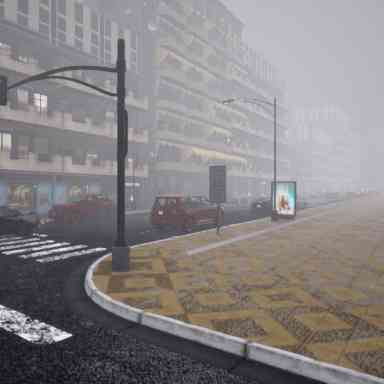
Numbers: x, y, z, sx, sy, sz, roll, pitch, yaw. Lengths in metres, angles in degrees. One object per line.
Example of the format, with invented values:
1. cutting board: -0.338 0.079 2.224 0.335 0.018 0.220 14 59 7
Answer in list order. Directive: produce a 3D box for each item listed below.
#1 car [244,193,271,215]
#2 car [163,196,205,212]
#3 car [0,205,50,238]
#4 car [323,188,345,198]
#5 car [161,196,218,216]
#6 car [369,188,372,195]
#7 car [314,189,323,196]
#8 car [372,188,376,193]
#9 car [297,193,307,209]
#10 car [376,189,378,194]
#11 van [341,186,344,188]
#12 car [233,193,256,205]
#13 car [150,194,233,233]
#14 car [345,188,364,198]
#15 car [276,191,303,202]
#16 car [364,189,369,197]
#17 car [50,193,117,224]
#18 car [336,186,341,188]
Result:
1. car: 6.242 1.069 26.794 1.947 1.339 4.313 1 2 35
2. car: -0.662 1.069 31.545 1.802 1.307 4.206 2 2 35
3. car: -8.907 1.340 14.105 2.128 1.511 4.902 0 1 26
4. car: 24.644 0.380 57.655 1.994 1.385 4.181 0 1 35
5. car: -0.048 1.088 27.929 2.033 1.411 5.357 0 1 35
6. car: 34.853 0.095 67.706 1.887 1.381 4.507 1 2 35
7. car: 27.943 -0.025 72.444 1.967 1.590 4.097 2 2 35
8. car: 38.032 -0.012 72.252 1.887 1.381 4.507 1 2 35
9. car: 9.421 0.965 31.340 1.947 1.339 4.313 1 2 35
10. car: 44.389 -0.221 81.344 2.008 1.369 4.403 1 2 35
11. van: 37.479 -0.446 86.076 1.690 1.788 3.998 2 2 35
12. car: 5.695 0.829 40.634 2.008 1.369 4.403 2 2 35
13. car: -0.115 1.026 17.696 2.192 1.841 5.009 1 2 35
14. car: 28.495 0.308 58.615 1.887 1.381 4.507 1 2 35
15. car: 14.133 0.623 48.053 2.033 1.411 5.357 0 1 35
16. car: 31.674 0.098 63.157 1.967 1.590 4.097 1 2 35
17. car: -7.017 1.010 22.448 2.192 1.841 5.009 1 2 35
18. car: 34.300 -0.240 81.534 1.967 1.590 4.097 2 2 35
